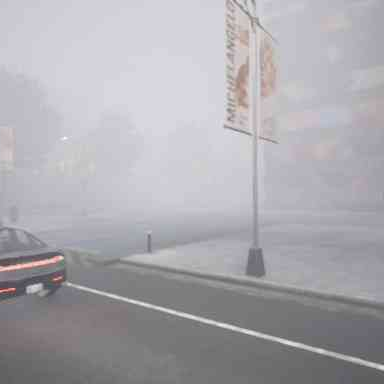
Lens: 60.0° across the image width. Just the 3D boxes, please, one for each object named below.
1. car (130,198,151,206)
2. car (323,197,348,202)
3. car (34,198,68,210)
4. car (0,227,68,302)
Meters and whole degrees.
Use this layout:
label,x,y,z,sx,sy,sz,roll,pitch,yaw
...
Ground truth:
label,x,y,z,sx,sy,sz,roll,pitch,yaw
car,-9.497,1.780,61.724,1.812,1.442,4.674,0,0,36
car,17.485,1.406,39.395,2.002,1.452,4.674,0,0,36
car,-20.039,1.586,47.331,2.097,1.767,4.553,0,0,36
car,-4.778,1.533,7.426,4.902,1.511,2.128,0,0,36
